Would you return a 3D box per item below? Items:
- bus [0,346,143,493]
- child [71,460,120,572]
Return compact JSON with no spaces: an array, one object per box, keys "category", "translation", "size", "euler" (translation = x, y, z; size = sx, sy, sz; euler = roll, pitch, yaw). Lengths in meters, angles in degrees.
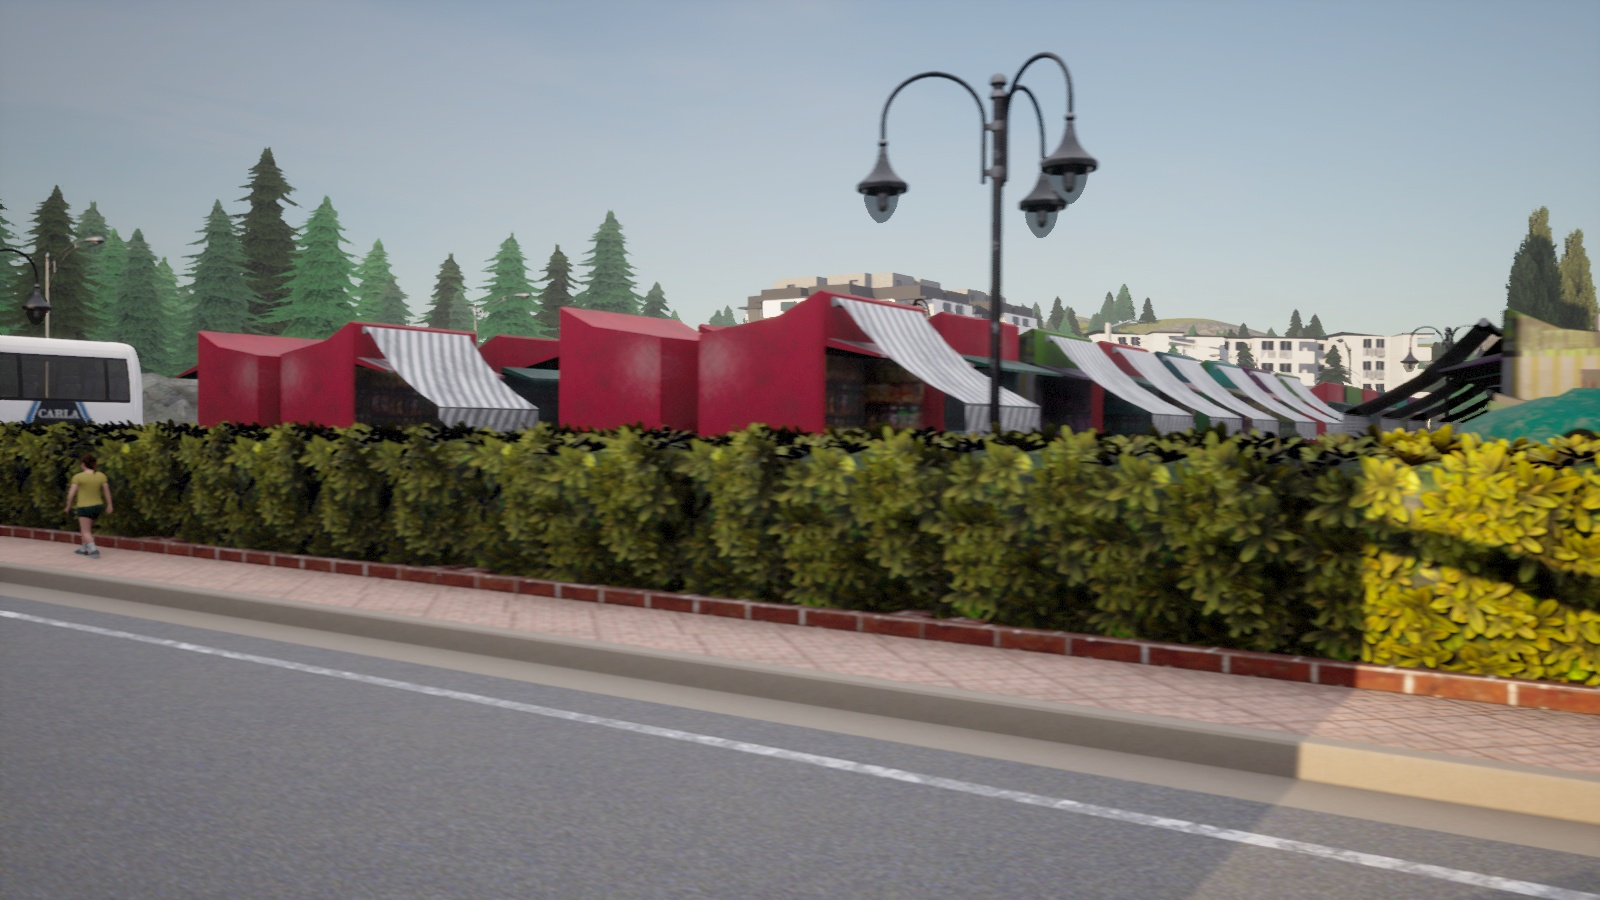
[{"category":"bus","translation":[-25.218,-0.858,36.388],"size":[3.944,4.253,10.273],"euler":[0,1,34]},{"category":"child","translation":[-7.122,0.657,12.692],"size":[0.394,1.110,0.255],"euler":[0,1,32]}]
